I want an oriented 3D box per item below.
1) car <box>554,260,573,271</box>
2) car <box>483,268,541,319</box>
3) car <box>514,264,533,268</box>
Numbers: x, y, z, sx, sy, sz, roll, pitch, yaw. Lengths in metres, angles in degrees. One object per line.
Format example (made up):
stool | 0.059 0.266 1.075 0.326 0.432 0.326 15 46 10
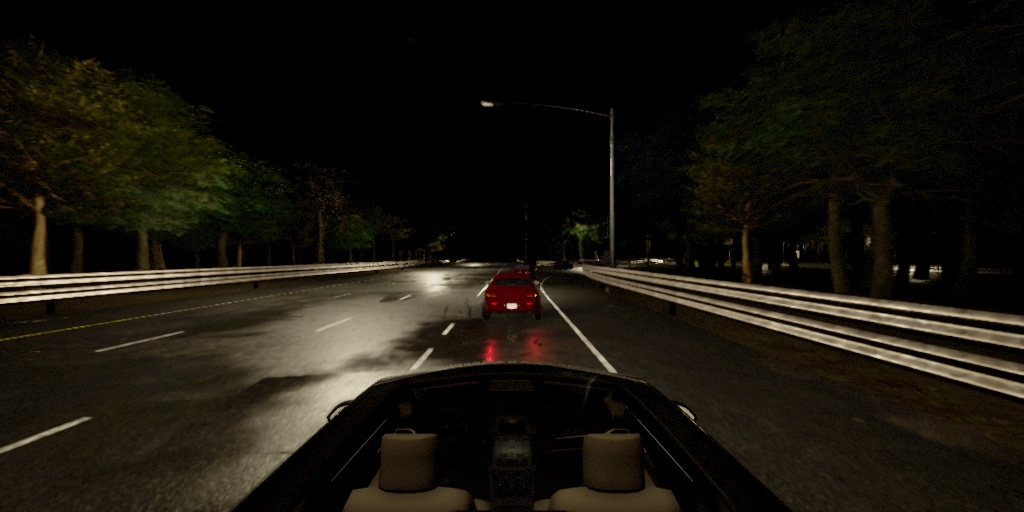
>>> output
car | 7.655 1.348 52.971 1.882 1.535 5.008 0 0 24
car | 0.002 1.311 12.802 1.812 1.442 4.674 0 0 0
car | 1.069 1.368 31.041 2.033 1.411 5.357 0 0 9
